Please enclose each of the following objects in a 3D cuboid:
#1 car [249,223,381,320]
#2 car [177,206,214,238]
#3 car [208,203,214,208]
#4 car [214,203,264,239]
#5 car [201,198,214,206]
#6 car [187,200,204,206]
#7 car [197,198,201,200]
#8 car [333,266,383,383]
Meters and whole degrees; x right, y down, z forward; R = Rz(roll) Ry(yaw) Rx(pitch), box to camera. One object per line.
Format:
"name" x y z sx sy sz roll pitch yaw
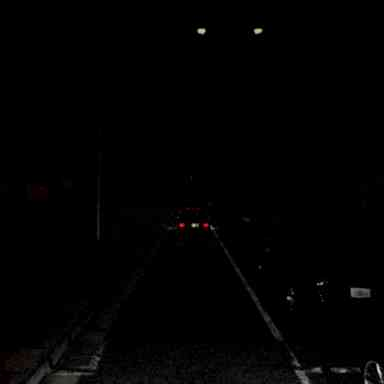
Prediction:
"car" 2.661 1.645 7.320 1.947 1.339 4.313 2 -1 0
"car" 0.097 1.747 19.107 2.033 1.411 5.357 0 -1 0
"car" 2.657 1.897 29.533 1.802 1.307 4.206 2 -1 0
"car" 2.668 1.508 18.429 2.192 1.841 5.009 2 -1 0
"car" 2.657 2.034 51.748 1.967 1.590 4.097 2 -1 0
"car" 0.094 1.992 40.290 2.033 1.411 5.357 0 -1 0
"car" 2.648 2.565 78.490 1.947 1.339 4.313 1 -1 0
"car" 2.662 1.587 1.763 1.947 1.339 4.313 2 -1 0
